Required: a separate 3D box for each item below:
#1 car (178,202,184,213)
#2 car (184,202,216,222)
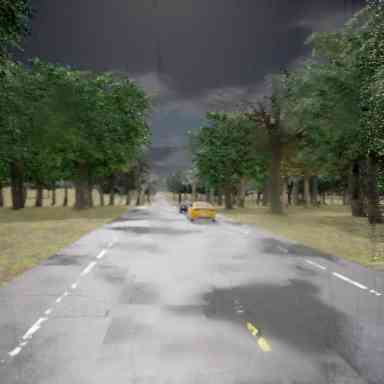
[{"bbox_3d":[-0.638,1.835,39.864,1.895,1.301,4.718,2,-1,-5],"label":"car"},{"bbox_3d":[0.696,1.559,27.088,1.882,1.535,5.008,2,-1,-5],"label":"car"}]
